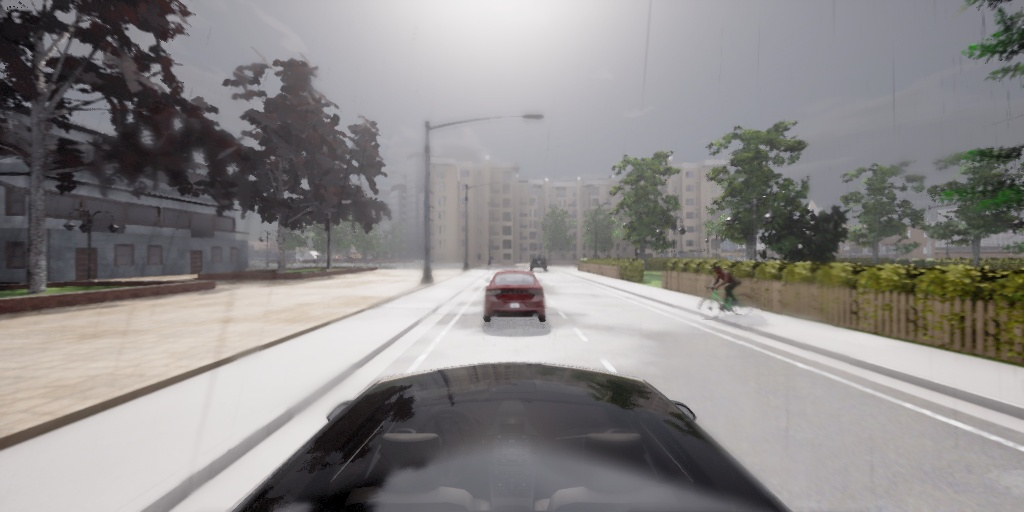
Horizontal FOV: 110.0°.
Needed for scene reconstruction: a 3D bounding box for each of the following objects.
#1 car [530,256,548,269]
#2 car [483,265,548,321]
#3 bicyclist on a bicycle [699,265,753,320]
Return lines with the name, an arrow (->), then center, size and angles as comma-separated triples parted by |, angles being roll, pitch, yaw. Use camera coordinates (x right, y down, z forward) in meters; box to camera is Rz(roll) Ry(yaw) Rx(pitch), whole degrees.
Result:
car -> 3.568, 0.975, 47.560 | 2.150, 2.045, 5.566 | -1, -1, 3
car -> 0.081, 1.231, 12.479 | 1.882, 1.535, 5.008 | 0, 0, 0
bicyclist on a bicycle -> 6.402, 1.079, 10.790 | 1.656, 1.620, 0.582 | -6, 0, 0
